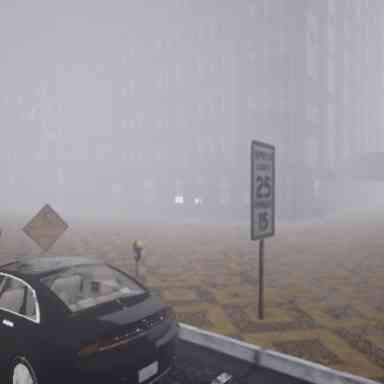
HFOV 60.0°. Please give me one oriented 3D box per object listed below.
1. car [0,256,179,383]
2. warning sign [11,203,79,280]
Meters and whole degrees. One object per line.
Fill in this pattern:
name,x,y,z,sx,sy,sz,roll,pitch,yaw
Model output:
car,-2.177,1.615,4.725,4.403,1.369,2.008,-1,0,38
warning sign,-3.931,1.234,8.941,1.060,1.860,1.300,0,-1,38
